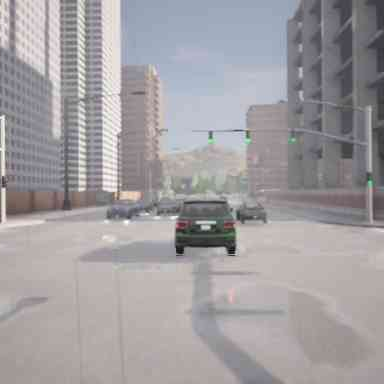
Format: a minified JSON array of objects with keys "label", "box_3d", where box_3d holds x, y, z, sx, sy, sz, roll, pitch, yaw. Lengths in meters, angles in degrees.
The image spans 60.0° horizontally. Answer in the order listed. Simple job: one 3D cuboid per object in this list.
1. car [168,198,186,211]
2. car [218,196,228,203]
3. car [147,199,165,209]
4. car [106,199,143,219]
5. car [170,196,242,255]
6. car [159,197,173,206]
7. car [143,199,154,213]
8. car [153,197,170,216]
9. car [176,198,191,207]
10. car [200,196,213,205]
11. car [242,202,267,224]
[{"label":"car","box_3d":[-1.898,1.570,43.351,1.837,1.490,4.892,0,0,3]},{"label":"car","box_3d":[6.629,1.540,71.292,1.837,1.490,4.892,0,0,3]},{"label":"car","box_3d":[-5.124,1.693,48.075,1.895,1.301,4.718,0,0,3]},{"label":"car","box_3d":[-6.120,1.429,29.859,2.097,1.767,4.553,0,0,3]},{"label":"car","box_3d":[0.518,1.235,13.451,2.150,2.045,5.566,0,0,2]},{"label":"car","box_3d":[-4.559,1.606,58.381,1.837,1.490,4.892,0,0,3]},{"label":"car","box_3d":[-5.665,1.590,38.749,1.837,1.490,4.892,0,0,3]},{"label":"car","box_3d":[-2.408,1.562,33.985,1.837,1.490,4.892,0,0,3]},{"label":"car","box_3d":[-1.329,1.636,53.101,1.994,1.385,4.181,0,0,3]},{"label":"car","box_3d":[2.624,1.544,59.744,2.128,1.511,4.902,0,0,3]},{"label":"car","box_3d":[4.378,1.492,24.919,2.128,1.511,4.902,0,0,2]}]
